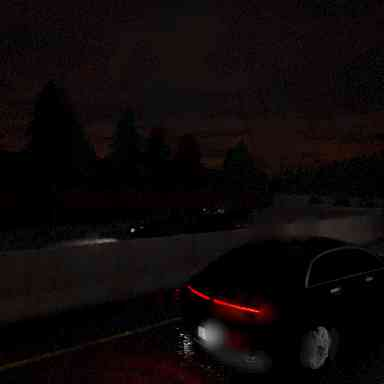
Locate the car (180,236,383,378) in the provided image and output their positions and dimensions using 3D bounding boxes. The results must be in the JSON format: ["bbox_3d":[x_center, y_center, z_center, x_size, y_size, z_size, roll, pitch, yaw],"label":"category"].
[{"bbox_3d":[2.064,1.511,5.616,4.892,1.490,1.837,0,0,-39],"label":"car"}]

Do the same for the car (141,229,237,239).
[{"bbox_3d":[0.028,1.587,13.279,4.181,1.385,1.994,0,0,-41],"label":"car"}]
